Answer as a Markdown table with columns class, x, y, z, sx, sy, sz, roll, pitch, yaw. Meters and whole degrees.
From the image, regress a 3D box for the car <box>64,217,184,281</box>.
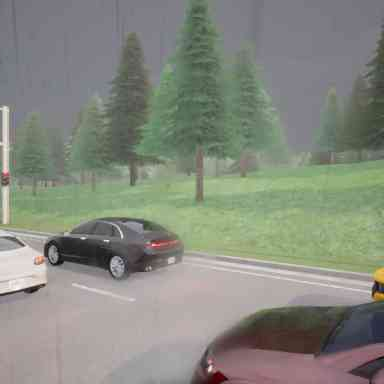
| class | x | y | z | sx | sy | sz | roll | pitch | yaw |
| --- | --- | --- | --- | --- | --- | --- | --- | --- | --- |
| car | -2.492 | 1.505 | 9.958 | 4.892 | 1.490 | 1.837 | 0 | 0 | 36 |

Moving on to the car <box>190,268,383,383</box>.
| class | x | y | z | sx | sy | sz | roll | pitch | yaw |
| --- | --- | --- | --- | --- | --- | --- | --- | --- | --- |
| car | 2.027 | 1.564 | 2.546 | 4.181 | 1.385 | 1.994 | 0 | 0 | 35 |

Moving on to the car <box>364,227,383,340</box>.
| class | x | y | z | sx | sy | sz | roll | pitch | yaw |
| --- | --- | --- | --- | --- | --- | --- | --- | --- | --- |
| car | 5.279 | 1.478 | 4.523 | 5.008 | 1.535 | 1.882 | 0 | 0 | 36 |

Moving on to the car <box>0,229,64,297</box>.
| class | x | y | z | sx | sy | sz | roll | pitch | yaw |
| --- | --- | --- | --- | --- | --- | --- | --- | --- | --- |
| car | -5.125 | 1.526 | 7.548 | 4.674 | 1.442 | 1.812 | 0 | 0 | 36 |
